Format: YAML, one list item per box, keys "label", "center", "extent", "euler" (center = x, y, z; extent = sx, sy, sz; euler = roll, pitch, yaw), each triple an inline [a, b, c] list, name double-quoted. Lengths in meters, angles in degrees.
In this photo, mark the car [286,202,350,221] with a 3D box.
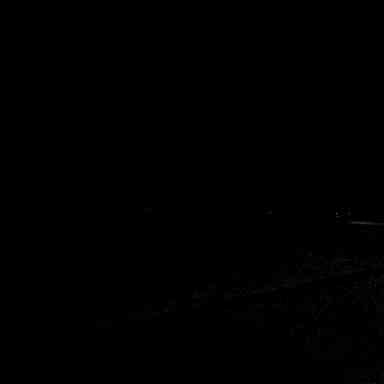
- label: "car"
  center: [10.591, 1.671, 28.821]
  extent: [4.892, 1.490, 1.837]
  euler: [0, -2, 45]
